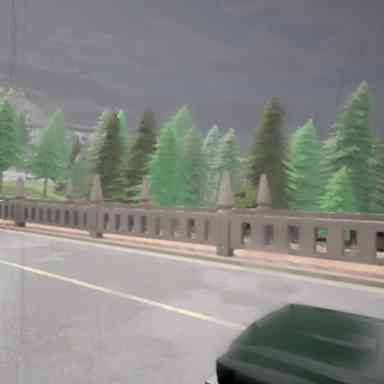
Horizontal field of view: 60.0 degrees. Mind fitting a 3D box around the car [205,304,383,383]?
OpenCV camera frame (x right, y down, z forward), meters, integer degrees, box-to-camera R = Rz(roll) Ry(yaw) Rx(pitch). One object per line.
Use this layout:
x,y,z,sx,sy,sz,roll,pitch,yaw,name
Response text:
2.450,1.611,2.245,4.718,1.301,1.895,1,0,35,car
